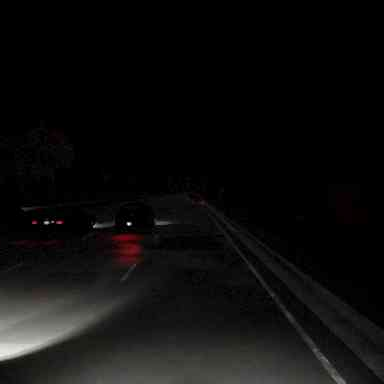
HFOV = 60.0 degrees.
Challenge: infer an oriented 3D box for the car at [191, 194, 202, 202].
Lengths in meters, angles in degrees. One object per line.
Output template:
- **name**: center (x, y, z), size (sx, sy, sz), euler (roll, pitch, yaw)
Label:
- **car**: center (1.233, 1.326, 69.446), size (1.801, 1.575, 5.366), euler (0, 0, 0)

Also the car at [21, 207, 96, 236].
- **car**: center (-6.898, 1.513, 18.295), size (2.033, 1.411, 5.357), euler (0, 0, 0)

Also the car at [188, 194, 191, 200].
- **car**: center (0.011, 1.203, 86.182), size (2.128, 1.511, 4.902), euler (0, 0, 0)

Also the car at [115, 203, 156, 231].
- **car**: center (-3.398, 1.466, 20.373), size (1.837, 1.490, 4.892), euler (0, 0, 0)

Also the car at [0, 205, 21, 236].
- **car**: center (-10.397, 1.443, 18.307), size (1.882, 1.535, 5.008), euler (0, 0, 0)
